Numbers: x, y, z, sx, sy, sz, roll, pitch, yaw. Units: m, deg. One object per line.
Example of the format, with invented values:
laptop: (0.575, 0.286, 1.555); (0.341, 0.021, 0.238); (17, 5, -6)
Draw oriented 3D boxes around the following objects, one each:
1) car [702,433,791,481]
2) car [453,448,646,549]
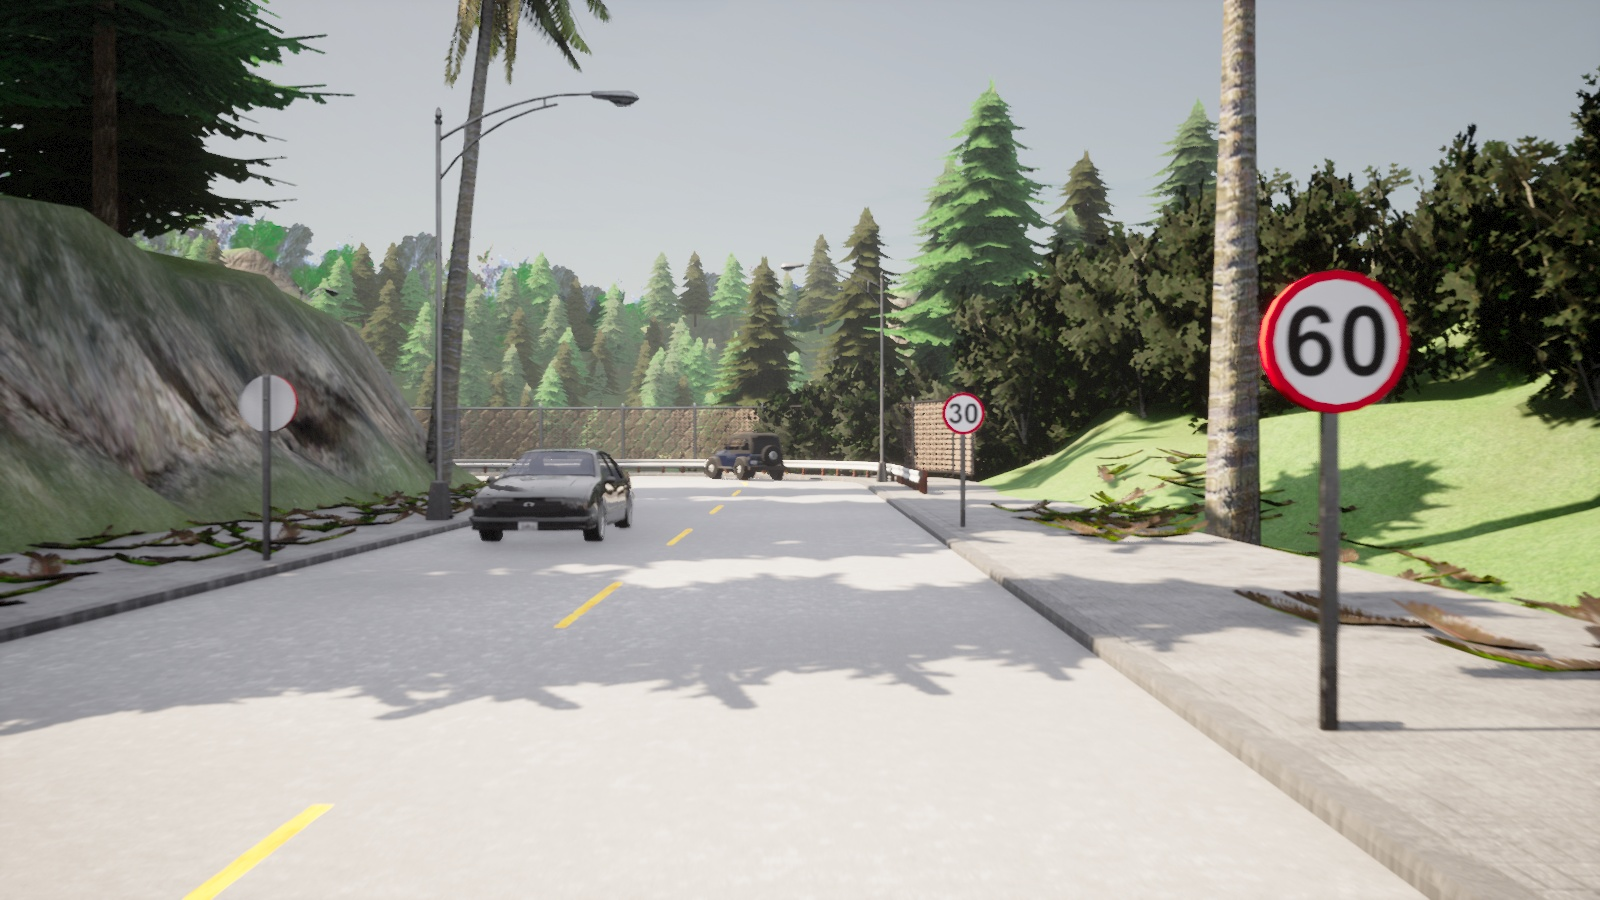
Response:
car: (-2.195, 0.258, 50.513); (1.905, 1.878, 3.866); (0, 0, -33)
car: (-3.873, 0.676, 20.426); (2.033, 1.411, 5.357); (0, 0, 0)
